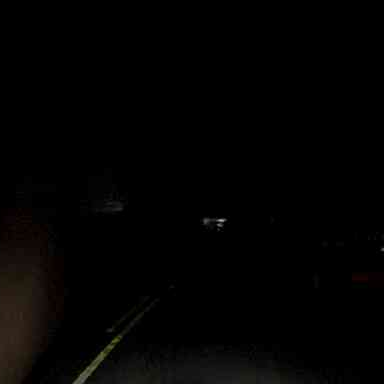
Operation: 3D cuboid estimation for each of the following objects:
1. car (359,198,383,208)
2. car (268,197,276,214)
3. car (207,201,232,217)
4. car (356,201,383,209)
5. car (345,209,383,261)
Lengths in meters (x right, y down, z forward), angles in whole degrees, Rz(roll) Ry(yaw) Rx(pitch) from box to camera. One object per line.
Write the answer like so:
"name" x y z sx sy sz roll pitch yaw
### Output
"car" 33.588 2.020 62.373 4.553 1.767 2.097 1 0 -37
"car" 8.994 1.516 35.894 2.150 2.045 5.566 0 -1 39
"car" 3.499 1.713 34.400 1.882 1.535 5.008 0 -1 37
"car" 20.216 1.882 37.575 1.882 1.535 5.008 0 0 44
"car" 6.862 1.613 12.354 1.882 1.535 5.008 0 -1 24
